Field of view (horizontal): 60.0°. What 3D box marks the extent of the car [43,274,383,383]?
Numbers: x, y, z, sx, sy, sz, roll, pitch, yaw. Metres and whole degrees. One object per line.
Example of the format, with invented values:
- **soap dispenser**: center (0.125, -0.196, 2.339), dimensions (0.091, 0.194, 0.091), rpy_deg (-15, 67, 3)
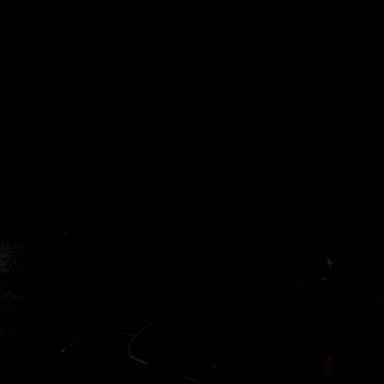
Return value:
- **car**: center (0.590, 1.442, 2.657), dimensions (4.097, 1.590, 1.967), rpy_deg (0, 0, 36)
